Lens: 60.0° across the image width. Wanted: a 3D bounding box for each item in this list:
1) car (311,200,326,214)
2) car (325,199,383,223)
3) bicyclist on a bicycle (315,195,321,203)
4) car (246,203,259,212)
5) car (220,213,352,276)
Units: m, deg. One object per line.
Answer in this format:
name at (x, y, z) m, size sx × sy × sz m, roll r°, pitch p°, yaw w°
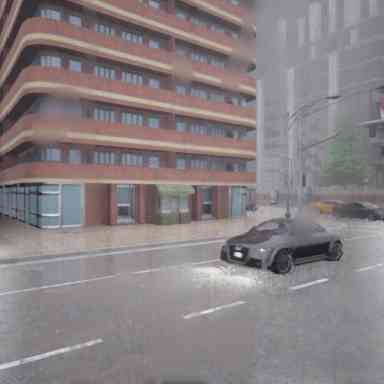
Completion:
car at (13.922, 1.478, 31.936) m, size 1.882 × 1.535 × 5.008 m, roll 0°, pitch 0°, yaw -36°
car at (13.243, 1.506, 25.979) m, size 1.837 × 1.490 × 4.892 m, roll 1°, pitch -1°, yaw -27°
bicyclist on a bicycle at (17.784, 1.301, 46.920) m, size 1.656 × 1.620 × 0.582 m, roll 0°, pitch 0°, yaw -36°
car at (5.340, 1.601, 37.707) m, size 1.895 × 1.301 × 4.718 m, roll 0°, pitch 0°, yaw -36°
car at (2.896, 1.564, 10.472) m, size 4.181 × 1.385 × 1.994 m, roll 0°, pitch 0°, yaw -36°
